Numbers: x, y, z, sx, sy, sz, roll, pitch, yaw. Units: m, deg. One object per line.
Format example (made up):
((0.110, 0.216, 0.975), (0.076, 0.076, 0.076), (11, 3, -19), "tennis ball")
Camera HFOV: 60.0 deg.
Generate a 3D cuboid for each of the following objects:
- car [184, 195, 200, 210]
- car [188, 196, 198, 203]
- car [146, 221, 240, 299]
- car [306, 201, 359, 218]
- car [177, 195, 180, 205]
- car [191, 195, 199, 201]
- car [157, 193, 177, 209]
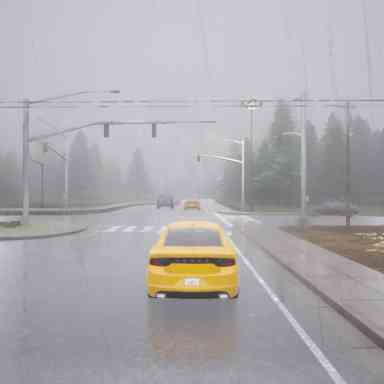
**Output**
((0.020, 1.478, 42.176), (1.882, 1.535, 5.008), (0, 0, 0), "car")
((0.302, 1.537, 72.736), (2.033, 1.411, 5.357), (0, 0, 2), "car")
((0.049, 1.474, 8.513), (1.882, 1.535, 5.008), (0, 0, 1), "car")
((12.296, 1.553, 29.539), (4.674, 1.442, 1.812), (0, 0, 1), "car")
((-3.537, 1.352, 55.952), (2.097, 1.767, 4.553), (0, 0, 0), "car")
((0.701, 1.442, 83.129), (1.837, 1.490, 4.892), (0, 0, 2), "car")
((-3.592, 1.221, 45.658), (2.150, 2.045, 5.566), (0, 0, -1), "car")
